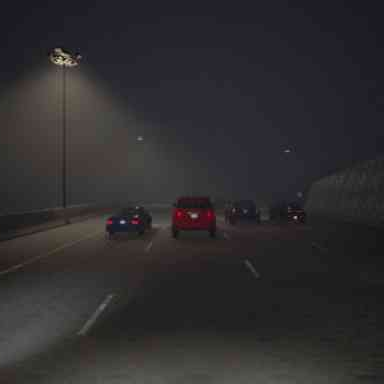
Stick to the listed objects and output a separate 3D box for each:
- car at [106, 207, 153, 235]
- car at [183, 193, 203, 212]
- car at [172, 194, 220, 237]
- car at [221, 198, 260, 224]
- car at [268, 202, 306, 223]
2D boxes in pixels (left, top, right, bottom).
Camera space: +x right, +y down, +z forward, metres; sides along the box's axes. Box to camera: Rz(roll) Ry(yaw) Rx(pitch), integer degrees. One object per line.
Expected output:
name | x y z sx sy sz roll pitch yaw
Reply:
car | -3.402 1.538 18.794 2.033 1.411 5.357 0 0 0
car | 0.097 1.202 39.331 2.150 2.045 5.566 0 0 0
car | 0.098 1.212 18.223 2.150 2.045 5.566 0 0 0
car | 3.597 1.339 24.510 2.097 1.767 4.553 0 0 0
car | 7.098 1.492 25.235 1.837 1.490 4.892 0 0 0
